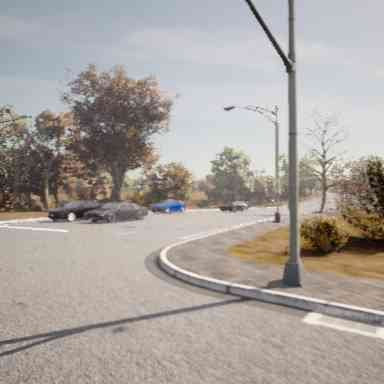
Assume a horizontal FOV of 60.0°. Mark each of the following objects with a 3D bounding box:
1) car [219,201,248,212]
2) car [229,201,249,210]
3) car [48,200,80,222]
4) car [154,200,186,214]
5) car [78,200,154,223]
[{"bbox_3d":[5.254,1.987,43.424,1.895,1.301,4.718,0,-2,29],"label":"car"},{"bbox_3d":[7.858,2.288,55.187,1.812,1.442,4.674,0,-2,29],"label":"car"},{"bbox_3d":[-8.623,1.380,25.617,1.882,1.535,5.008,0,0,29],"label":"car"},{"bbox_3d":[-2.538,1.593,36.603,1.882,1.535,5.008,0,-1,29],"label":"car"},{"bbox_3d":[-5.361,1.426,24.280,2.033,1.411,5.357,0,0,29],"label":"car"}]
